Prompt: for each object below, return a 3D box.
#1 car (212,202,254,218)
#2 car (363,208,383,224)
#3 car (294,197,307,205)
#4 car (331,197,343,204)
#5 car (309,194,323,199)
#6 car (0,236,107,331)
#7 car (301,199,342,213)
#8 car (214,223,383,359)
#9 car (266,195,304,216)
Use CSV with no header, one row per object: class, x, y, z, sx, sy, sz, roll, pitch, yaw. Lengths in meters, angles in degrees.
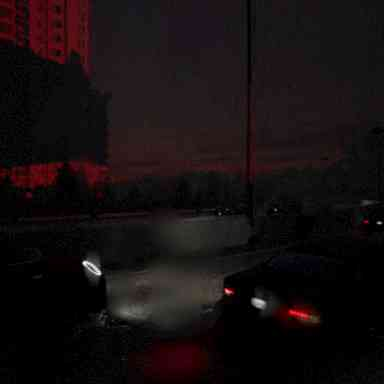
car,3.918,1.662,31.621,1.895,1.301,4.718,0,0,40
car,10.942,1.576,18.206,2.033,1.411,5.357,0,0,43
car,22.219,1.769,68.478,2.128,1.511,4.902,0,0,13
car,29.121,1.726,67.305,1.812,1.442,4.674,0,0,13
car,26.103,1.468,70.095,2.150,2.045,5.566,0,0,13
car,-3.754,1.355,5.432,4.553,1.767,2.097,0,0,-36
car,11.969,1.631,30.568,1.994,1.385,4.181,0,0,37
car,2.852,1.553,6.058,5.357,1.411,2.033,0,0,-39
car,9.341,1.293,32.804,2.150,2.045,5.566,0,0,37
